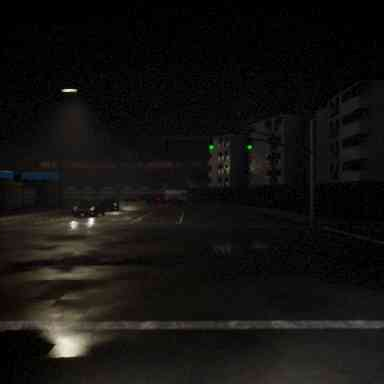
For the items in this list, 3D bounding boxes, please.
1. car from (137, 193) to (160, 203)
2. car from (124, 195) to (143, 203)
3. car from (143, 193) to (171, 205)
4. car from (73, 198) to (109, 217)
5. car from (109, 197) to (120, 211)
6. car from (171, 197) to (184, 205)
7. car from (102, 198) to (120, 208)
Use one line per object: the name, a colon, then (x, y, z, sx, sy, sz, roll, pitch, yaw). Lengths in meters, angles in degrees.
car: (-9.673, 1.269, 73.691, 2.150, 2.045, 5.566, 0, 0, -45)
car: (-12.587, 1.678, 71.680, 1.895, 1.301, 4.718, 0, 0, -45)
car: (-6.894, 1.401, 64.234, 2.150, 2.045, 5.566, 0, 0, -32)
car: (-9.962, 1.485, 32.392, 2.097, 1.767, 4.553, 0, 0, -1)
car: (-10.360, 1.500, 42.201, 2.097, 1.767, 4.553, 0, 0, -8)
car: (-3.640, 1.728, 65.611, 2.033, 1.411, 5.357, 0, 0, -32)
car: (-12.792, 1.712, 52.206, 2.033, 1.411, 5.357, 0, 0, -22)
